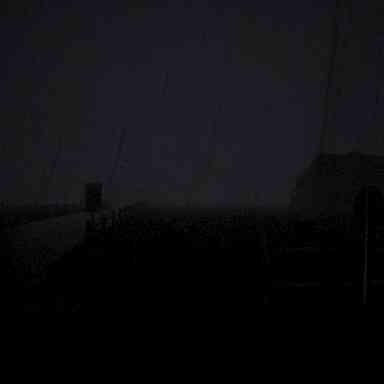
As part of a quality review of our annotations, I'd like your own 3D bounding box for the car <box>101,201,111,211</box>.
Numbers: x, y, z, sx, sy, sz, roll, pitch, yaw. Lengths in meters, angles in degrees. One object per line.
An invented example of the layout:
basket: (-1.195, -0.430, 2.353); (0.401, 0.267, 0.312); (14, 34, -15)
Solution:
car: (-13.690, 2.104, 51.507); (2.033, 1.411, 5.357); (1, -1, -6)
